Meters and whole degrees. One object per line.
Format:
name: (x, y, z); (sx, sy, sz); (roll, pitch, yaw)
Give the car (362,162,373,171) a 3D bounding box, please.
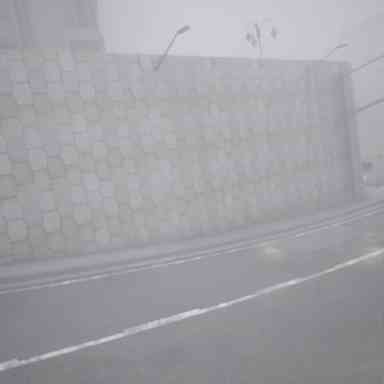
car: (16.009, -2.707, 34.555); (1.882, 1.535, 5.008); (-14, 8, -35)
